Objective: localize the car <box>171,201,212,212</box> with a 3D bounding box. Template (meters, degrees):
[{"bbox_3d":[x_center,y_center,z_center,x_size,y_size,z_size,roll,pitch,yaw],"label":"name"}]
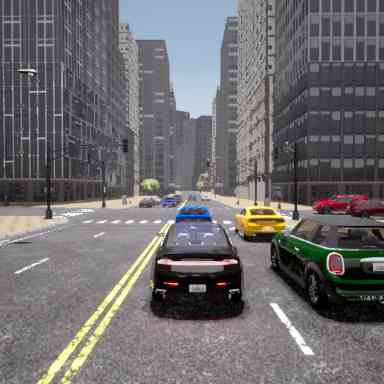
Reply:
[{"bbox_3d":[0.118,1.468,17.809,1.882,1.535,5.008,0,0,1],"label":"car"}]

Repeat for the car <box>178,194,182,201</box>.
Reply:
[{"bbox_3d":[-3.274,1.519,58.249,1.994,1.385,4.181,0,0,1],"label":"car"}]

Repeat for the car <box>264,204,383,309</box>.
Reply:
[{"bbox_3d":[3.356,1.348,8.016,2.097,1.767,4.553,0,0,0],"label":"car"}]

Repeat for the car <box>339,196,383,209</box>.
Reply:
[{"bbox_3d":[16.226,1.519,29.392,5.009,1.841,2.192,1,0,1],"label":"car"}]

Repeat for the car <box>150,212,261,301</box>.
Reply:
[{"bbox_3d":[0.105,1.488,8.304,2.128,1.511,4.902,0,0,0],"label":"car"}]

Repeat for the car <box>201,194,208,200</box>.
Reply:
[{"bbox_3d":[3.330,1.337,90.640,1.895,1.301,4.718,0,0,0],"label":"car"}]

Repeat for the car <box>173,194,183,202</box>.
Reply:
[{"bbox_3d":[-3.183,1.286,77.128,2.097,1.767,4.553,0,0,0],"label":"car"}]

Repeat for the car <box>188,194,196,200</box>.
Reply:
[{"bbox_3d":[0.080,1.267,90.614,2.128,1.511,4.902,0,0,0],"label":"car"}]

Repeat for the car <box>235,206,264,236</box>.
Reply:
[{"bbox_3d":[3.363,1.469,17.196,1.882,1.535,5.008,0,0,0],"label":"car"}]

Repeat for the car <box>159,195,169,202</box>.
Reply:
[{"bbox_3d":[-6.433,1.482,77.962,1.994,1.385,4.181,0,0,0],"label":"car"}]

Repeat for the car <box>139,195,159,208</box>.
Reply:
[{"bbox_3d":[-6.542,1.513,49.076,2.033,1.411,5.357,0,0,0],"label":"car"}]

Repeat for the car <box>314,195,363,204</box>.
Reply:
[{"bbox_3d":[15.737,1.327,35.175,5.566,2.045,2.150,1,1,1],"label":"car"}]

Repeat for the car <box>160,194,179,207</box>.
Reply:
[{"bbox_3d":[-3.297,1.491,49.504,1.812,1.442,4.674,0,0,0],"label":"car"}]

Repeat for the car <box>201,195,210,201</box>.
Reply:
[{"bbox_3d":[3.321,1.513,80.638,1.895,1.301,4.718,0,0,0],"label":"car"}]

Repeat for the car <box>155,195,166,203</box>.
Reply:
[{"bbox_3d":[-6.449,1.448,67.984,1.837,1.490,4.892,0,0,0],"label":"car"}]

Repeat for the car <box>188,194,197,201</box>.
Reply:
[{"bbox_3d":[0.071,1.273,80.581,2.097,1.767,4.553,0,0,0],"label":"car"}]
